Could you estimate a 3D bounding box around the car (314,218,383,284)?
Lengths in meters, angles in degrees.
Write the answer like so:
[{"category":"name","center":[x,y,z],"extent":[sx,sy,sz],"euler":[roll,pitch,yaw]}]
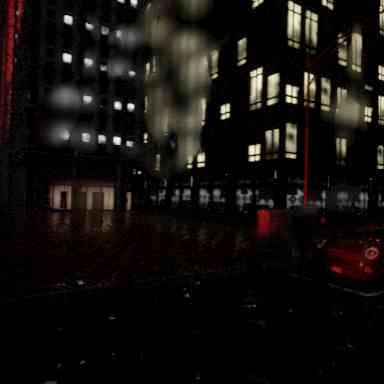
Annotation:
[{"category":"car","center":[5.480,1.515,9.690],"extent":[4.097,1.590,1.967],"euler":[1,1,-31]}]
